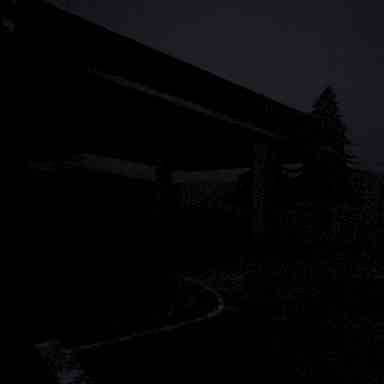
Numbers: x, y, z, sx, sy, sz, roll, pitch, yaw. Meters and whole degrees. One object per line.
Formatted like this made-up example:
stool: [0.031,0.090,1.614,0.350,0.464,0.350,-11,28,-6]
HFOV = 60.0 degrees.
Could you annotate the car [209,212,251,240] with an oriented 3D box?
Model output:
car: [2.959,2.443,24.253,1.905,1.878,3.866,4,-3,-38]

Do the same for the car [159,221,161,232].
car: [-4.175,2.316,24.222,2.242,1.667,4.611,4,-3,-38]
